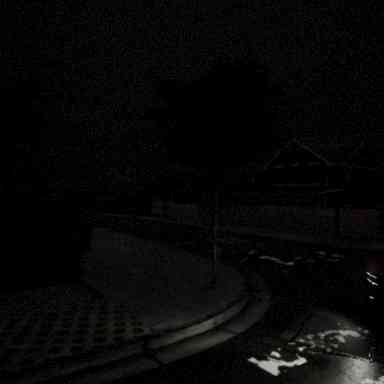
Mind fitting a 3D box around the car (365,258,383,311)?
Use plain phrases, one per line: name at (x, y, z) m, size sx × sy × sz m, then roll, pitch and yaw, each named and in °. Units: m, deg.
car at (5.529, 1.607, 6.888) m, size 5.008 × 1.535 × 1.882 m, roll 2°, pitch -2°, yaw -35°
